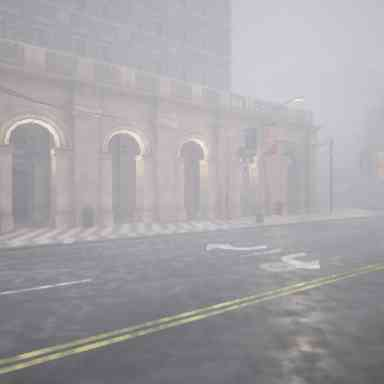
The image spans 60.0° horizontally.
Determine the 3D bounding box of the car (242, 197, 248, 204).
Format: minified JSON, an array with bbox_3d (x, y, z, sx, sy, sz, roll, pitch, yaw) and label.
[{"bbox_3d":[9.847,1.592,56.587,1.895,1.301,4.718,0,0,-36],"label":"car"}]
